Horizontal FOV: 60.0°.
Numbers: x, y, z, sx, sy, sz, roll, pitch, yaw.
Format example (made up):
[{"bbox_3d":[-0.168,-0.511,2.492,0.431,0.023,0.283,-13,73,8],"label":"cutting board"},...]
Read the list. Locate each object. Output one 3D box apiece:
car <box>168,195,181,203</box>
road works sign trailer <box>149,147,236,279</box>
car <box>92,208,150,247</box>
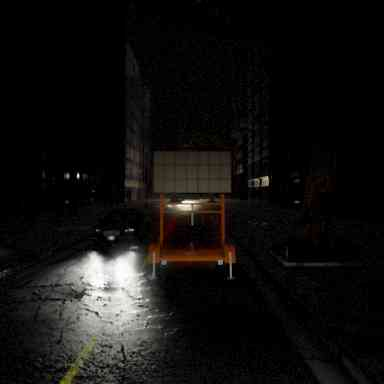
[{"bbox_3d":[-2.936,1.350,58.036,2.097,1.767,4.553,0,0,0],"label":"car"},{"bbox_3d":[0.011,0.464,10.002,2.380,3.560,2.880,0,0,0],"label":"road works sign trailer"},{"bbox_3d":[-3.084,1.492,15.151,2.128,1.511,4.902,0,0,0],"label":"car"}]
